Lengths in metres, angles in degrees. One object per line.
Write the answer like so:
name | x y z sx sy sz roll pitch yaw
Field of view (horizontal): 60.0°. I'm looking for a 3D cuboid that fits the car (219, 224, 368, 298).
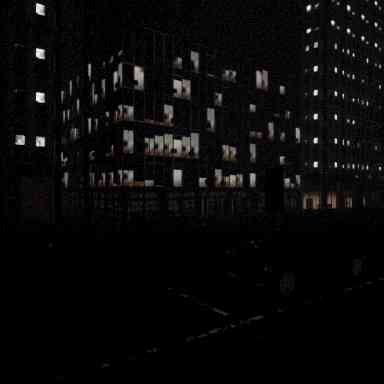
car | 2.698 1.545 8.483 4.507 1.381 1.887 0 0 -35
